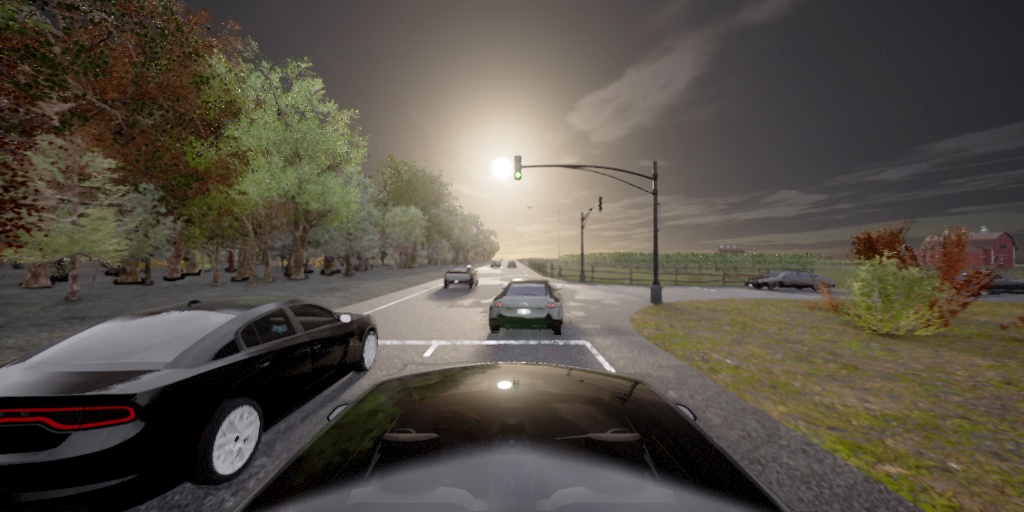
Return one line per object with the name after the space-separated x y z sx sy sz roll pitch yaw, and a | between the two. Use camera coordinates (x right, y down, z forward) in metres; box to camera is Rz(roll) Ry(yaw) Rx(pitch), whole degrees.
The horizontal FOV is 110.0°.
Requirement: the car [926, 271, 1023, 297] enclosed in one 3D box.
28.458 1.665 21.484 4.892 1.490 1.837 1 -1 0 | car

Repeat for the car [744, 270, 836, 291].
19.455 1.695 25.219 5.357 1.411 2.033 1 -1 0 | car

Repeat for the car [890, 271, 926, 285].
29.342 1.760 25.174 4.892 1.490 1.837 1 -1 0 | car

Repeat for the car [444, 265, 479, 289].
-3.398 1.370 24.414 2.128 1.511 4.902 0 0 0 | car

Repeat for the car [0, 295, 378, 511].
-3.403 1.245 4.662 1.882 1.535 5.008 0 0 0 | car

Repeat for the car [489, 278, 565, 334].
0.580 1.367 10.952 1.994 1.385 4.181 0 0 8 | car
